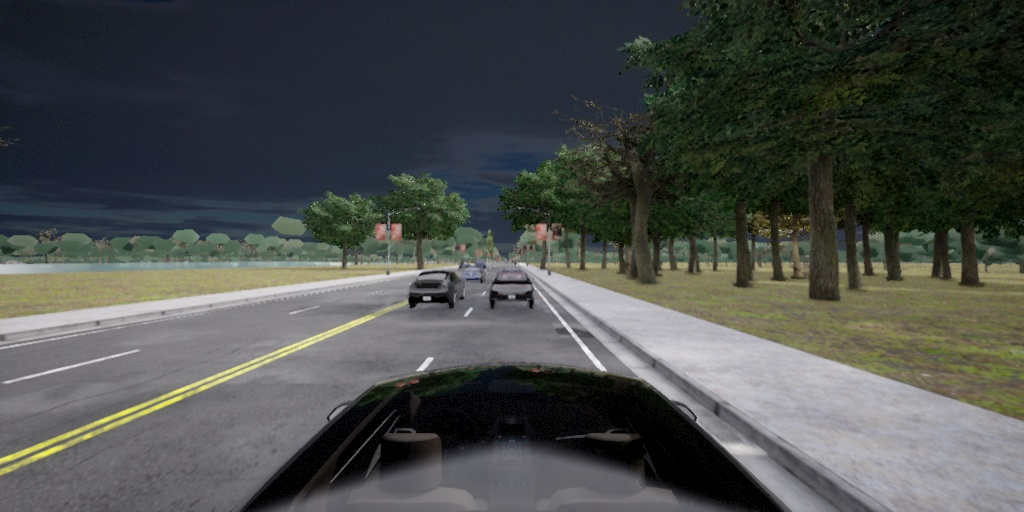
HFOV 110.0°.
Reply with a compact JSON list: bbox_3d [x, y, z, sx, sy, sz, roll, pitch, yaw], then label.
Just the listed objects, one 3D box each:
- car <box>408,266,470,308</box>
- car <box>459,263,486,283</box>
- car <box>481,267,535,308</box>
[{"bbox_3d":[-3.251,1.393,16.153,1.837,1.490,4.892,0,0,0],"label":"car"},{"bbox_3d":[-3.260,1.568,30.855,2.033,1.411,5.357,0,0,0],"label":"car"},{"bbox_3d":[0.000,1.377,16.152,2.128,1.511,4.902,0,0,0],"label":"car"}]
